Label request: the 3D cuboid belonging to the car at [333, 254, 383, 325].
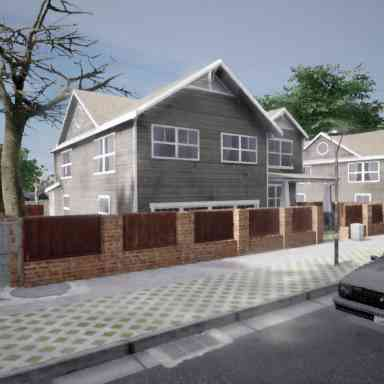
[{"bbox_3d":[5.032,1.543,6.507,5.357,1.411,2.033,0,0,-35],"label":"car"}]
